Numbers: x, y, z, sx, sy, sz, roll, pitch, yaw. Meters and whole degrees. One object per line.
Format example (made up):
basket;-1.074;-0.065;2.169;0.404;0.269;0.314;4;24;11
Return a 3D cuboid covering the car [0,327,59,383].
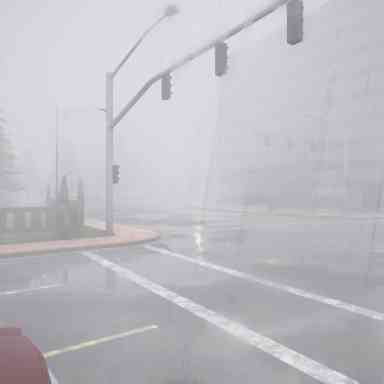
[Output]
car;-3.096;1.601;1.571;4.718;1.301;1.895;0;0;-35
